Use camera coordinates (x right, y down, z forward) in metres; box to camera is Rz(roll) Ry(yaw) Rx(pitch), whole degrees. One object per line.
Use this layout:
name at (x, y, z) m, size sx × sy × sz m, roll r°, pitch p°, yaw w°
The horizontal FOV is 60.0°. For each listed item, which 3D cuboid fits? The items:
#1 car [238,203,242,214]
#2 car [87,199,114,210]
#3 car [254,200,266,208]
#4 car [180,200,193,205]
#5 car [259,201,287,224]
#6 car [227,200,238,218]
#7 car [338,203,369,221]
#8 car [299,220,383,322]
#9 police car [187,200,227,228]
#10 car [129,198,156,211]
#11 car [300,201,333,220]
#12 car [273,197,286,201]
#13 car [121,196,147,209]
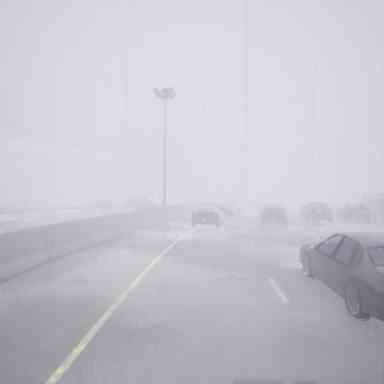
car at (4.825, 1.745, 39.423) m, size 1.801 × 1.575 × 5.366 m, roll 0°, pitch 0°, yaw 16°
car at (-13.256, 1.825, 48.358) m, size 1.837 × 1.490 × 4.892 m, roll 0°, pitch -1°, yaw 18°
car at (11.601, 1.978, 55.310) m, size 1.994 × 1.385 × 4.181 m, roll 0°, pitch 0°, yaw 24°
car at (-0.463, 1.941, 53.147) m, size 1.994 × 1.385 × 4.181 m, roll 0°, pitch 0°, yaw 21°
car at (6.549, 1.708, 26.780) m, size 1.837 × 1.490 × 4.892 m, roll 0°, pitch 0°, yaw 11°
car at (3.237, 1.771, 33.618) m, size 1.812 × 1.442 × 4.674 m, roll 0°, pitch 0°, yaw 14°
car at (14.405, 1.731, 29.851) m, size 2.128 × 1.511 × 4.902 m, roll 0°, pitch 0°, yaw 13°
car at (3.901, 1.608, 7.344) m, size 2.033 × 1.411 × 5.357 m, roll 0°, pitch 0°, yaw 4°
police car at (1.211, 1.600, 24.232) m, size 1.930 × 1.638 × 5.238 m, roll 0°, pitch 0°, yaw 10°
car at (-6.560, 1.881, 46.349) m, size 1.994 × 1.385 × 4.181 m, roll 0°, pitch -1°, yaw 18°
car at (10.404, 1.571, 28.056) m, size 2.097 × 1.767 × 4.553 m, roll 0°, pitch 0°, yaw 12°
car at (18.107, 1.893, 68.426) m, size 1.837 × 1.490 × 4.892 m, roll 0°, pitch 0°, yaw 30°
car at (-8.700, 1.568, 51.062) m, size 2.150 × 2.045 × 5.566 m, roll 0°, pitch 0°, yaw 19°
